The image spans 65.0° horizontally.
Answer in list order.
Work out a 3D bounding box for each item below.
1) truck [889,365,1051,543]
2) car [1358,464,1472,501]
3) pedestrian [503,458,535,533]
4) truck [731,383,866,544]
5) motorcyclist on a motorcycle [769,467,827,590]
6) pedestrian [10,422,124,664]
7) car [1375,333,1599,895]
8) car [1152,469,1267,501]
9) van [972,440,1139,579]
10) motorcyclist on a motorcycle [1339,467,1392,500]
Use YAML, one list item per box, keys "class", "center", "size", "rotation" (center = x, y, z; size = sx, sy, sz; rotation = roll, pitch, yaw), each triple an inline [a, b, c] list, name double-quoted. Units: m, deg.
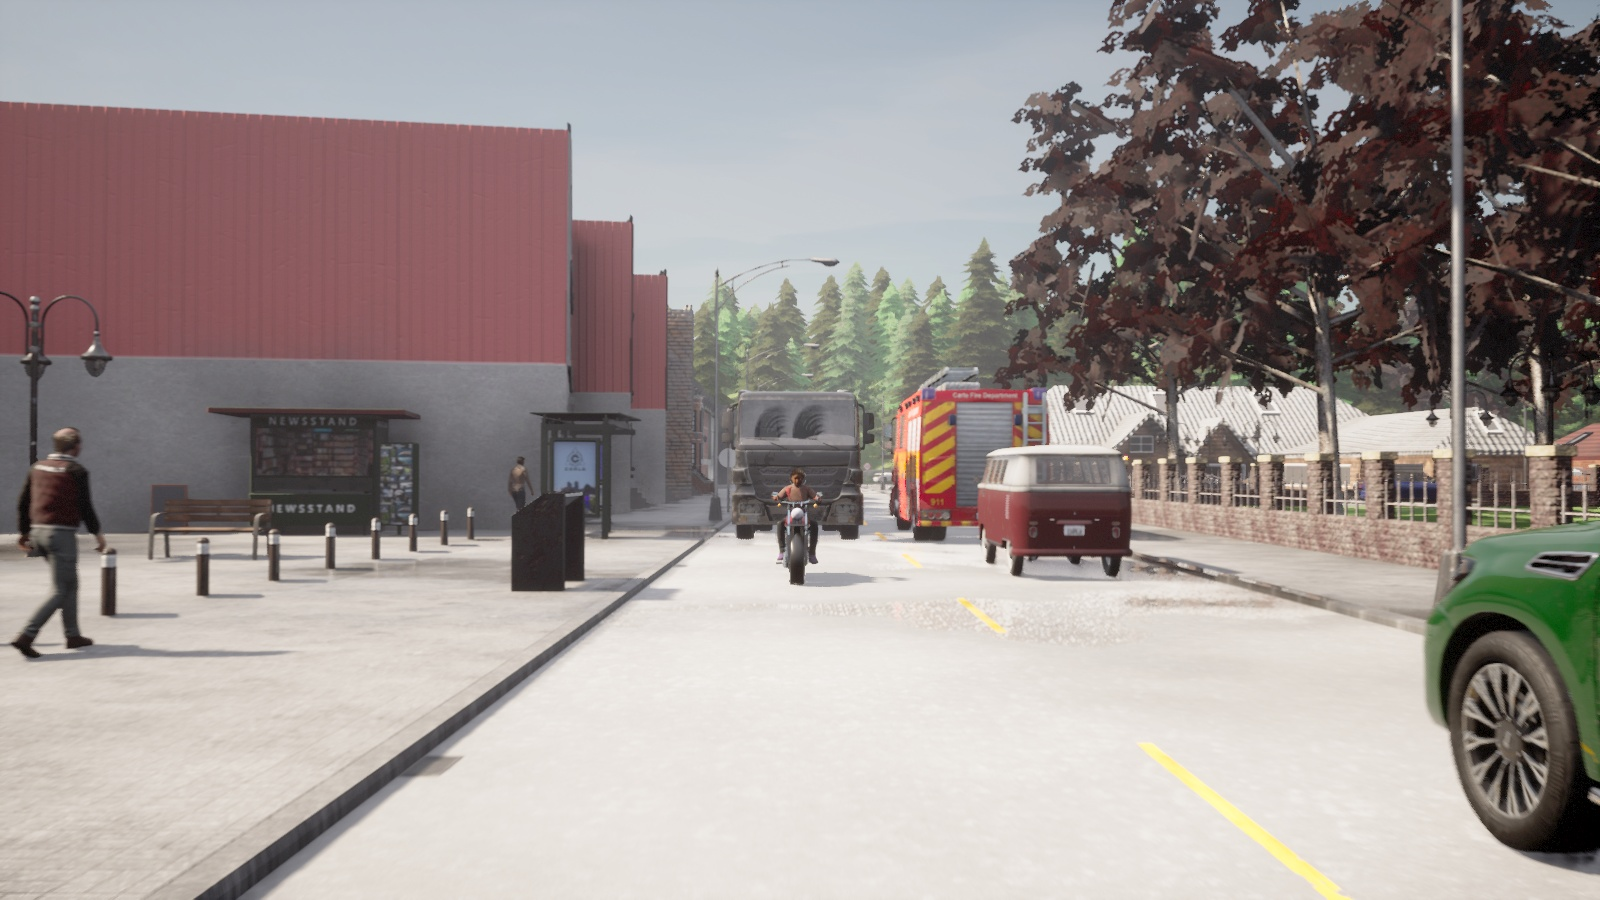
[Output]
- class: "truck"
  center: [3.950, 0.156, 31.194]
  size: [2.891, 3.827, 8.468]
  rotation: [0, -1, 0]
- class: "car"
  center: [29.959, 1.579, 61.256]
  size: [4.553, 1.767, 2.097]
  rotation: [0, -1, -2]
- class: "pedestrian"
  center: [-6.866, 1.106, 30.700]
  size: [0.328, 1.805, 0.869]
  rotation: [-1, -1, 21]
- class: "truck"
  center: [-0.049, 0.352, 31.013]
  size: [2.891, 3.462, 7.936]
  rotation: [0, -1, 0]
- class: "motorcyclist on a motorcycle"
  center: [-0.029, 1.066, 17.986]
  size: [0.766, 1.649, 2.350]
  rotation: [0, -1, 0]
- class: "pedestrian"
  center: [-5.832, 0.715, 10.012]
  size: [0.376, 1.854, 0.720]
  rotation: [0, -1, 16]
- class: "car"
  center: [3.991, 0.577, 3.547]
  size: [2.150, 2.045, 5.566]
  rotation: [0, -1, 0]
- class: "car"
  center: [19.910, 1.716, 61.219]
  size: [4.902, 1.511, 2.128]
  rotation: [0, -1, -2]
- class: "van"
  center: [3.967, 0.891, 20.242]
  size: [1.775, 1.987, 4.442]
  rotation: [0, -1, 0]
- class: "motorcyclist on a motorcycle"
  center: [29.382, 1.740, 65.267]
  size: [2.350, 1.649, 0.766]
  rotation: [0, -1, 2]
